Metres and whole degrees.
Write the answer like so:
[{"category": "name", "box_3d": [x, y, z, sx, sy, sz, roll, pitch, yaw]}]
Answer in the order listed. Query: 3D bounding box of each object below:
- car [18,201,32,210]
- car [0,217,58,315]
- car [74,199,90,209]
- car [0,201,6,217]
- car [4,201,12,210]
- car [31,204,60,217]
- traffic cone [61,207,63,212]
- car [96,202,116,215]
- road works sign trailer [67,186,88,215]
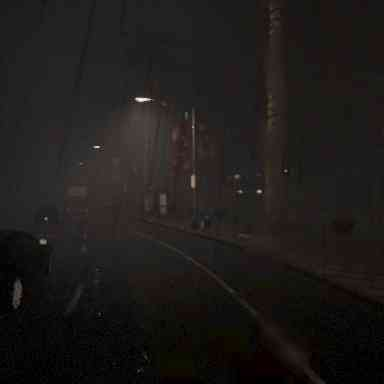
[{"category": "car", "box_3d": [-29.375, 2.326, 58.881, 1.812, 1.442, 4.674, 0, -1, -23]}, {"category": "car", "box_3d": [-4.577, 1.588, 7.628, 1.882, 1.535, 5.008, 0, -1, -11]}, {"category": "car", "box_3d": [-22.061, 2.187, 67.492, 2.185, 1.767, 4.553, 0, -1, -23]}, {"category": "car", "box_3d": [-12.875, 1.648, 20.081, 2.097, 1.767, 4.553, 0, -1, -23]}, {"category": "car", "box_3d": [-32.748, 2.341, 57.878, 1.812, 1.442, 4.674, 0, -1, -23]}, {"category": "car", "box_3d": [-12.430, 1.879, 28.410, 1.837, 1.490, 4.892, 0, -1, -23]}, {"category": "traffic cone", "box_3d": [-18.518, 2.565, 47.550, 0.340, 0.580, 0.340, 0, -1, -23]}, {"category": "car", "box_3d": [-10.520, 1.961, 40.479, 2.231, 1.521, 4.892, 0, -1, -23]}, {"category": "road works sign trailer", "box_3d": [-14.409, 0.985, 41.714, 2.380, 3.560, 2.880, 0, -1, -23]}]
